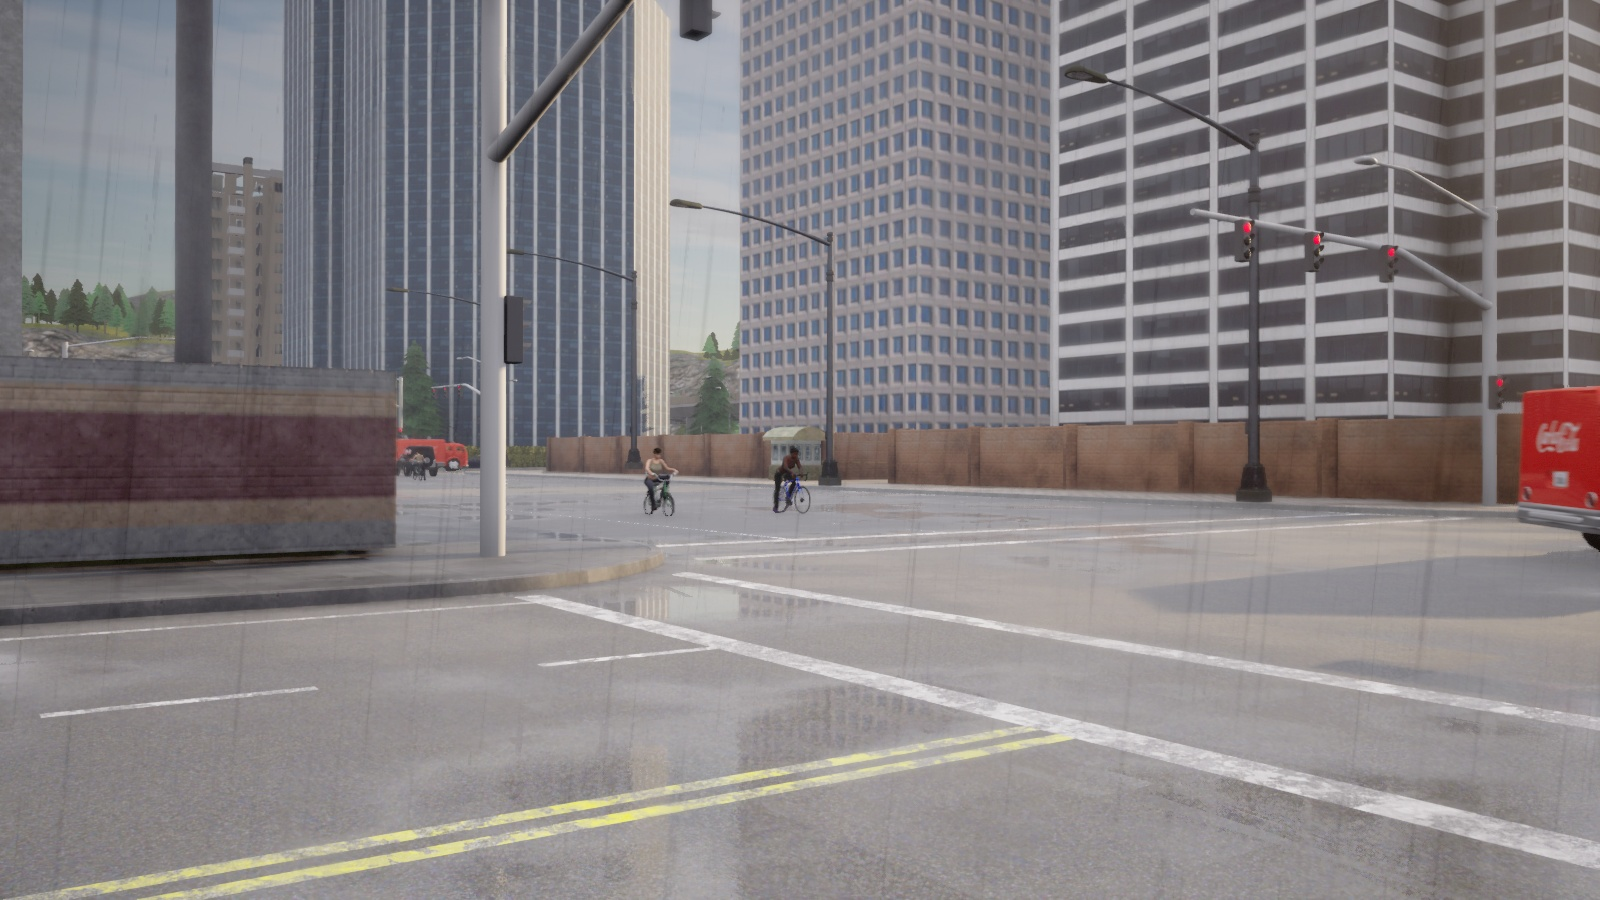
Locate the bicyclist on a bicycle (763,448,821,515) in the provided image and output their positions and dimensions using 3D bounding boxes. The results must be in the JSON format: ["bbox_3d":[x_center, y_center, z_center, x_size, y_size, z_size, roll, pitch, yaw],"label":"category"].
[{"bbox_3d":[-0.204,0.773,31.058,0.582,1.620,1.656,0,-1,-35],"label":"bicyclist on a bicycle"}]

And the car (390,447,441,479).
[{"bbox_3d":[-23.771,0.781,77.625,1.905,1.878,3.866,0,0,-35],"label":"car"}]

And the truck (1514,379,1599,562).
[{"bbox_3d":[13.492,0.270,17.819,5.204,2.467,2.627,0,1,5],"label":"truck"}]

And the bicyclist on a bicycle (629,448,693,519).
[{"bbox_3d":[-3.251,0.760,29.320,0.866,1.612,1.509,0,0,-34],"label":"bicyclist on a bicycle"}]
